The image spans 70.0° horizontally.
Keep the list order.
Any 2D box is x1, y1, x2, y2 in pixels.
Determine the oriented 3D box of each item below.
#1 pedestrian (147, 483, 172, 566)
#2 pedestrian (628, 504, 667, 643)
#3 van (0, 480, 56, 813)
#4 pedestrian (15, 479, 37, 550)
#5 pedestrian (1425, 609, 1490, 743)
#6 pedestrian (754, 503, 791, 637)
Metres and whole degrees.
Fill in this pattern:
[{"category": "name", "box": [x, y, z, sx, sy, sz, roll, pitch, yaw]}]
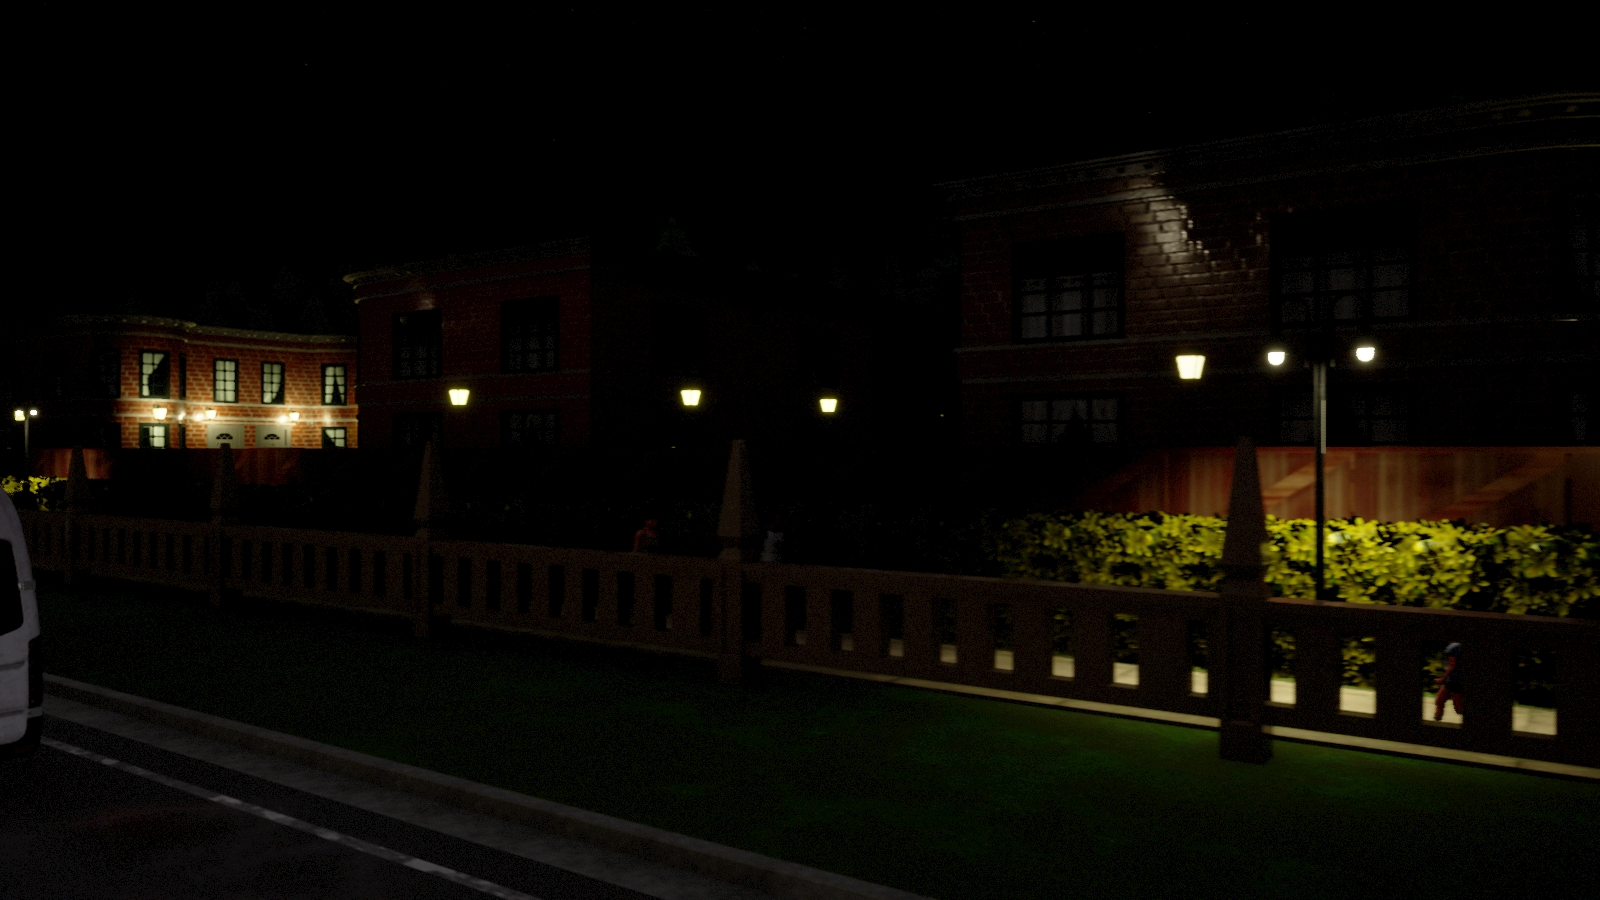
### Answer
[{"category": "pedestrian", "box": [-14.599, 1.695, 26.058, 0.375, 1.860, 0.375, 0, 0, 35]}, {"category": "pedestrian", "box": [-2.109, 1.696, 15.824, 0.375, 1.860, 0.375, 0, 0, 35]}, {"category": "van", "box": [-8.977, 1.534, 10.067, 5.915, 2.561, 1.988, 0, 0, 35]}, {"category": "pedestrian", "box": [-20.565, 1.695, 30.345, 0.375, 1.860, 0.375, 0, 0, 36]}, {"category": "pedestrian", "box": [6.099, 2.077, 10.593, 0.500, 1.100, 0.500, 0, 0, 33]}, {"category": "pedestrian", "box": [-0.385, 1.696, 16.312, 0.375, 1.860, 0.375, 0, 0, 38]}]
